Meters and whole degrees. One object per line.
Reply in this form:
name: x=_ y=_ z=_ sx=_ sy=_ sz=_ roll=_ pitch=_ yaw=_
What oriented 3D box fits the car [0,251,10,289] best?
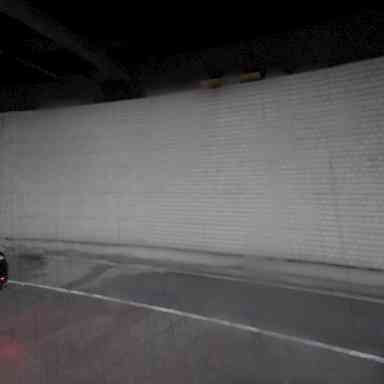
car: x=-5.868 y=1.457 z=6.542 sx=4.902 sy=1.511 sz=2.128 roll=0 pitch=0 yaw=23
